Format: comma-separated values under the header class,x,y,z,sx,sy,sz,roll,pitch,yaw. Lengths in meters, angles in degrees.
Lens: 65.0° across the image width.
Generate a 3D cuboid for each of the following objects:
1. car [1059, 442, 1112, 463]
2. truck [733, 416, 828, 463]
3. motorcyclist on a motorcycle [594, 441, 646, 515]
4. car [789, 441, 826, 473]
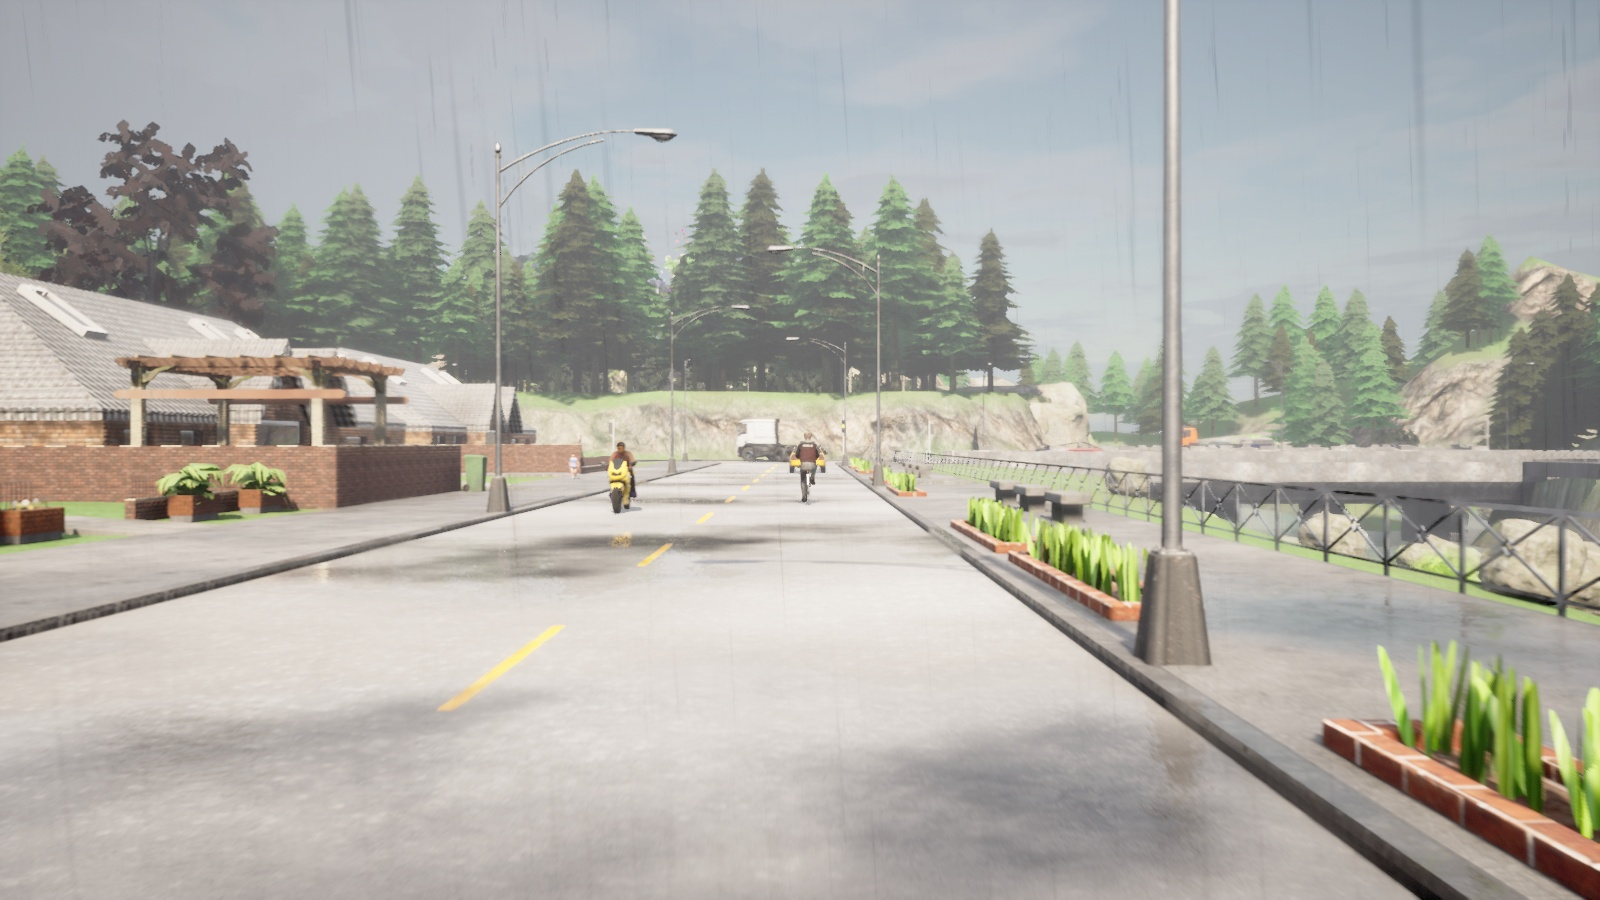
class,x,y,z,sx,sy,sz,roll,pitch,yaw
car,21.942,0.198,96.707,3.705,1.549,1.789,0,0,0
truck,-1.581,-0.784,97.049,2.891,3.462,7.936,0,0,-41
motorcyclist on a motorcycle,-3.831,0.574,26.849,0.797,1.523,2.044,0,0,0
car,0.383,0.325,63.985,1.801,1.575,5.366,0,0,0
